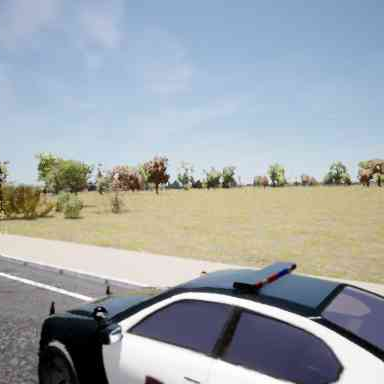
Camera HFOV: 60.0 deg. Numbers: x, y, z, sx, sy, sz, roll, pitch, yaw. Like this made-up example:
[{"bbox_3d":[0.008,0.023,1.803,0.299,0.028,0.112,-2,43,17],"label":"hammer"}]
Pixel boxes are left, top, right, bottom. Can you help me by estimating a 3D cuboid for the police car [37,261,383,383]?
[{"bbox_3d":[0.388,1.524,3.287,4.974,1.542,2.038,-1,-1,36],"label":"police car"}]
